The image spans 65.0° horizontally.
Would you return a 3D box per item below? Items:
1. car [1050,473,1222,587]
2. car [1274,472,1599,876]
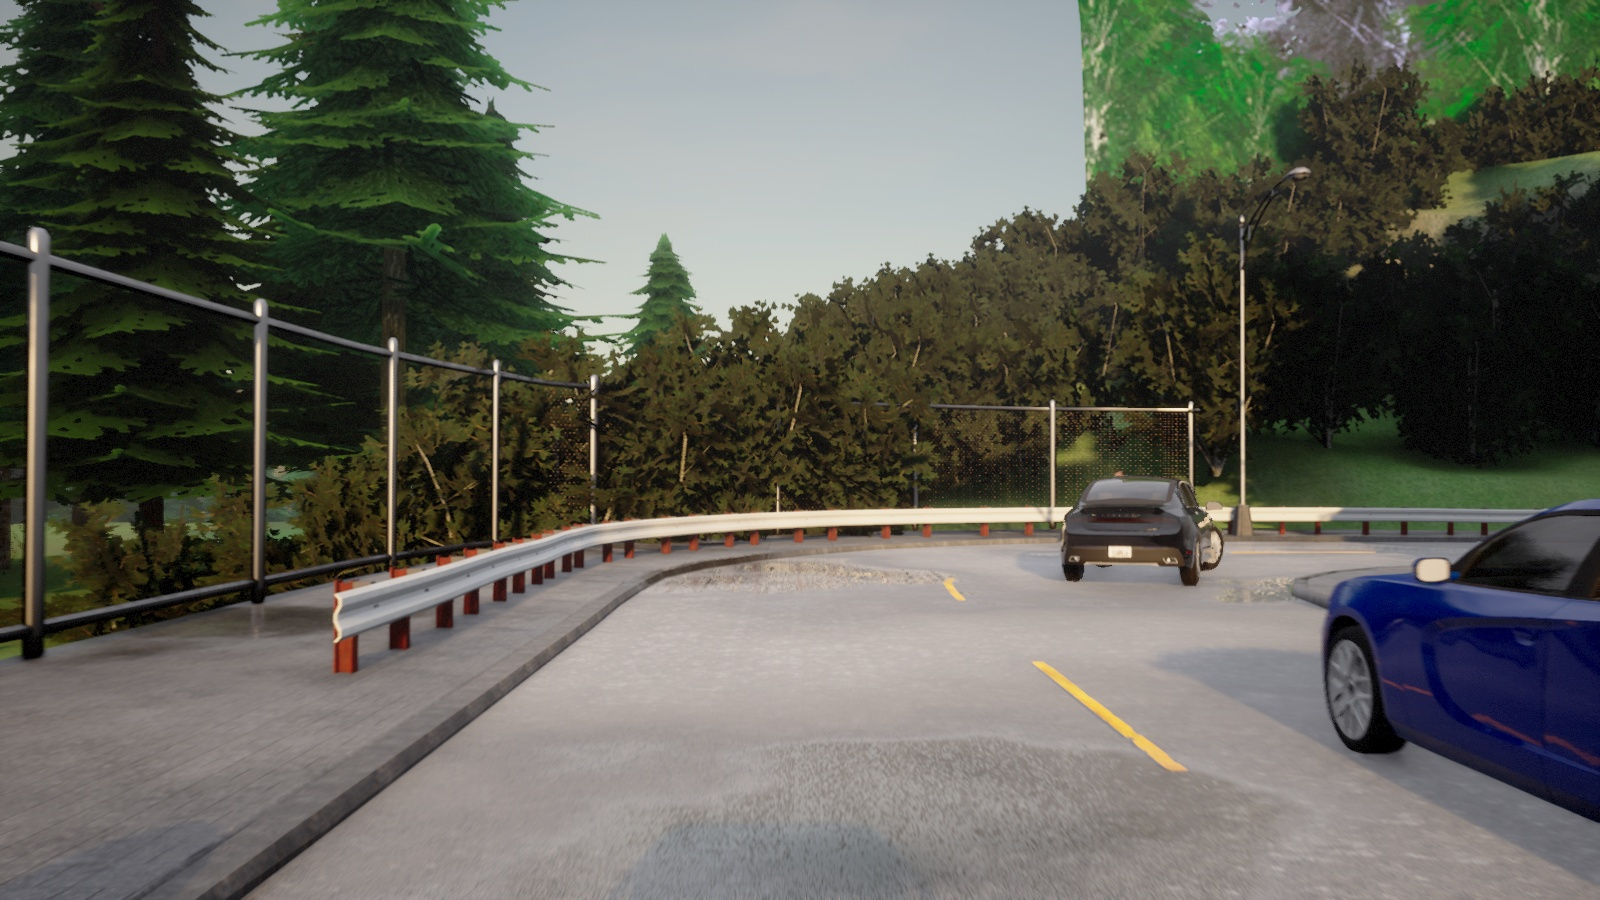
[{"bbox_3d":[5.261,1.119,19.166,1.837,1.490,4.892,-2,-1,23],"label":"car"},{"bbox_3d":[3.991,0.869,5.552,1.882,1.535,5.008,0,-1,0],"label":"car"}]
